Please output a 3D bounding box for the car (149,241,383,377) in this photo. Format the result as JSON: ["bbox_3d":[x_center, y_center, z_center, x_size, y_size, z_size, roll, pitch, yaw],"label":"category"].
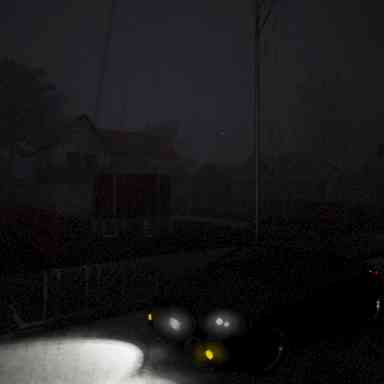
[{"bbox_3d":[1.394,1.573,5.586,4.181,1.385,1.994,0,0,-35],"label":"car"}]
